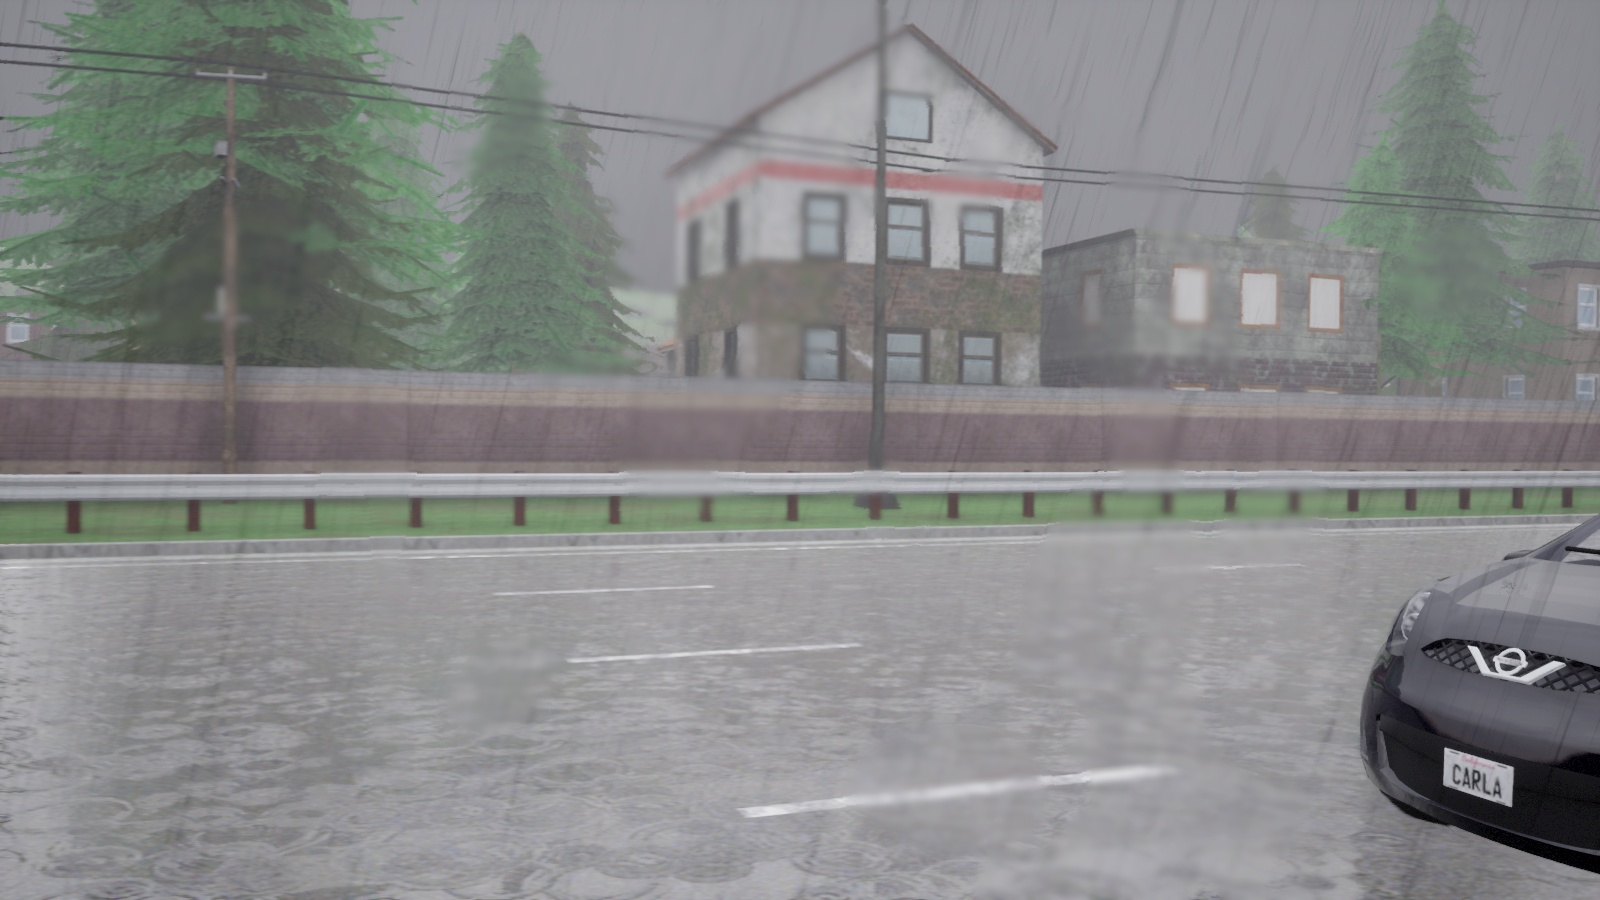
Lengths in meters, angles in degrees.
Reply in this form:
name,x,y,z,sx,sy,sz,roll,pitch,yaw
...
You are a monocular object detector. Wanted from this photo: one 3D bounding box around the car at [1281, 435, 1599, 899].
name,x,y,z,sx,sy,sz,roll,pitch,yaw
car,3.922,0.693,4.728,3.633,1.501,1.845,-1,1,-21
